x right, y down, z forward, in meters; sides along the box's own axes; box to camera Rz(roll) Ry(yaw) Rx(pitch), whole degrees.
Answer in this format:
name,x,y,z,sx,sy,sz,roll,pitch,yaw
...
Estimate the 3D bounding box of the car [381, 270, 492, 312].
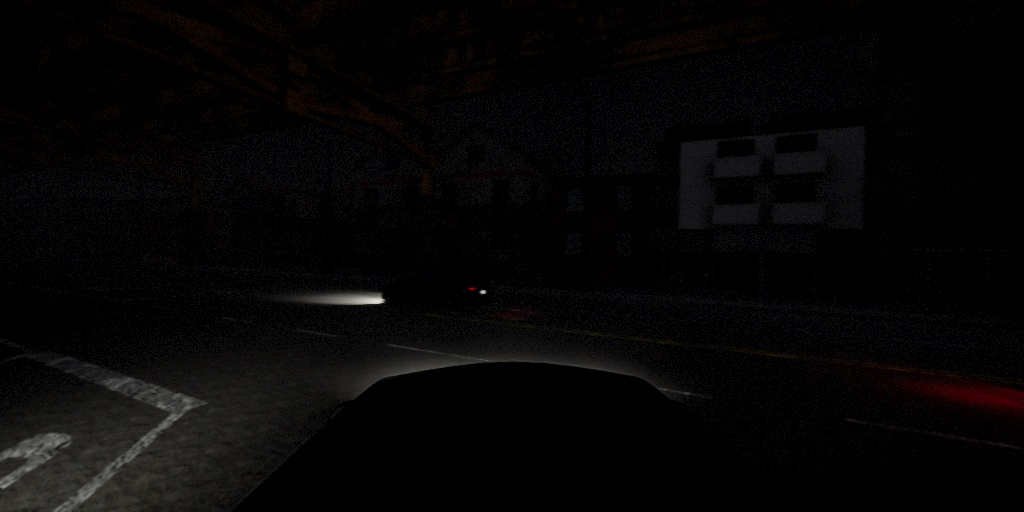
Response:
name,x,y,z,sx,sy,sz,roll,pitch,yaw
car,-2.855,1.206,13.610,4.181,1.385,1.994,2,0,24
